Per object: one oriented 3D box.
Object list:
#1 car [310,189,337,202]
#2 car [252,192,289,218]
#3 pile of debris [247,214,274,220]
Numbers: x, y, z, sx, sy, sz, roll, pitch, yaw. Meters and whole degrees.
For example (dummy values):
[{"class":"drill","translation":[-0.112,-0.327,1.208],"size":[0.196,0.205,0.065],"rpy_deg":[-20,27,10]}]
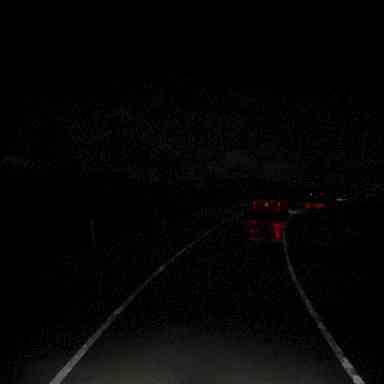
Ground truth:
[{"class":"car","translation":[15.425,0.321,39.150],"size":[1.812,1.442,4.674],"rpy_deg":[4,5,41]},{"class":"car","translation":[5.813,0.804,24.332],"size":[2.097,1.767,4.553],"rpy_deg":[2,2,22]},{"class":"pile of debris","translation":[4.655,1.688,22.549],"size":[1.500,0.140,1.860],"rpy_deg":[2,3,21]}]
